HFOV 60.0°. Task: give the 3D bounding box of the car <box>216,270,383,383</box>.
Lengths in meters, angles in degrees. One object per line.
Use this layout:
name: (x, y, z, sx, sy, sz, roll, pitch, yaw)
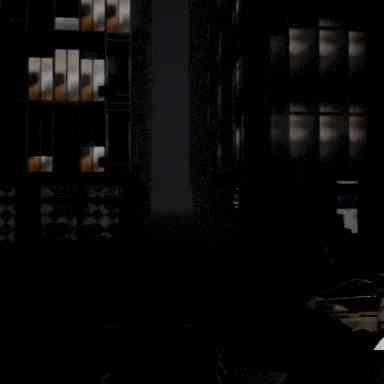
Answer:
car: (2.466, 1.607, 3.697, 4.403, 1.369, 2.008, 0, -1, -5)
